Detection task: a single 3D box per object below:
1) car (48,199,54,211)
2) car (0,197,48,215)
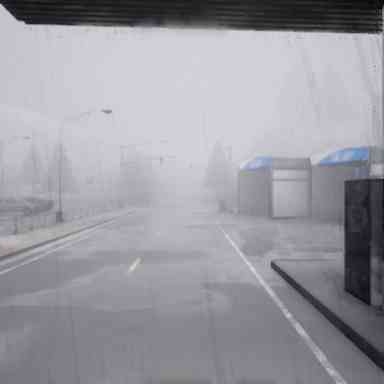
[{"bbox_3d":[-16.495,1.289,33.741,4.514,1.523,2.007,0,0,0],"label":"car"},{"bbox_3d":[-16.425,1.284,30.604,5.027,1.636,2.152,0,0,0],"label":"car"}]
